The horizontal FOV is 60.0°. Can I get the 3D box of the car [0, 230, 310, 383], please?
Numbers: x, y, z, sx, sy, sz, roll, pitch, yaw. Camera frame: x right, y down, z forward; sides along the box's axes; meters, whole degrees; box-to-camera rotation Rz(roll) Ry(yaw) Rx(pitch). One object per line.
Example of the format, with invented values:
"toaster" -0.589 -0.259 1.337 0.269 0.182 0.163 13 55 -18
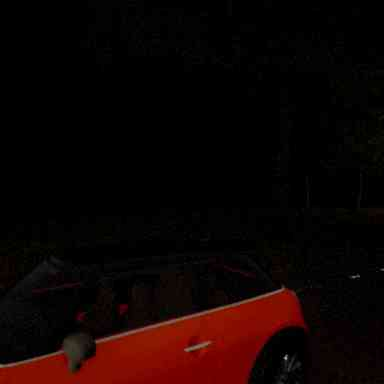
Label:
"car" -0.945 1.352 3.308 4.553 1.767 2.097 0 0 -34
